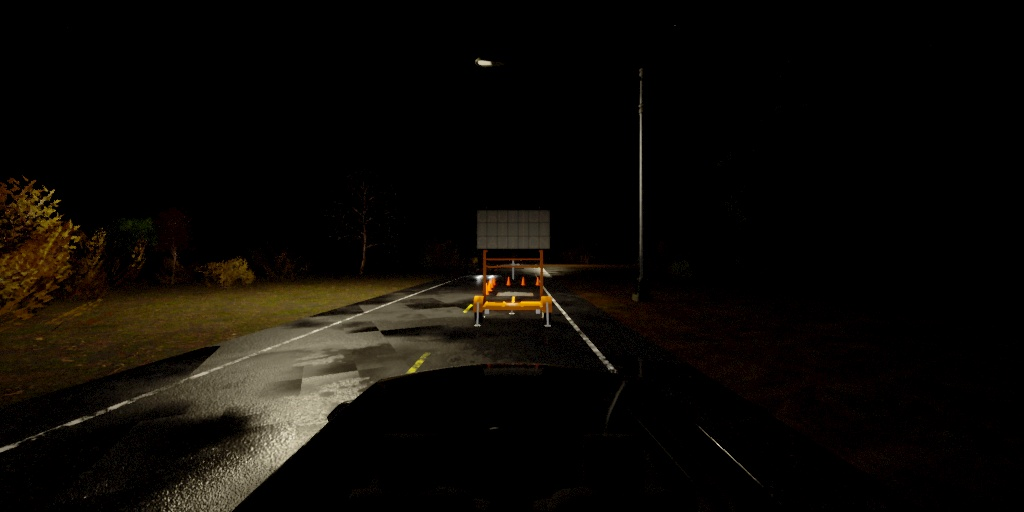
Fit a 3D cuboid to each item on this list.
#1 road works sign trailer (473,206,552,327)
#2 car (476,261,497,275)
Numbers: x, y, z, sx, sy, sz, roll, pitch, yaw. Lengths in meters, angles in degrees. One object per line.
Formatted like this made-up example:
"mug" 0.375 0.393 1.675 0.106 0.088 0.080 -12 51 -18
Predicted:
"road works sign trailer" 0.039 0.214 11.580 2.380 3.560 2.880 0 0 1
"car" -2.685 1.293 38.641 2.033 1.411 5.357 0 0 2
